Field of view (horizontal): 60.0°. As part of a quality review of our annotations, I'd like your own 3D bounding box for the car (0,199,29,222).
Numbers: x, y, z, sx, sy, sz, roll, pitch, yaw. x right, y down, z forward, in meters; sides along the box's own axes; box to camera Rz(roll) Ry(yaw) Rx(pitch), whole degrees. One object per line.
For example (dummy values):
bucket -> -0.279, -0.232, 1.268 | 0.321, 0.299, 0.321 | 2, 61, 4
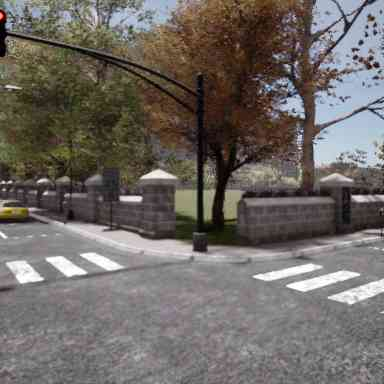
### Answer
car -> -11.764, 1.106, 21.556 | 1.752, 1.417, 4.829 | 1, 0, -36
